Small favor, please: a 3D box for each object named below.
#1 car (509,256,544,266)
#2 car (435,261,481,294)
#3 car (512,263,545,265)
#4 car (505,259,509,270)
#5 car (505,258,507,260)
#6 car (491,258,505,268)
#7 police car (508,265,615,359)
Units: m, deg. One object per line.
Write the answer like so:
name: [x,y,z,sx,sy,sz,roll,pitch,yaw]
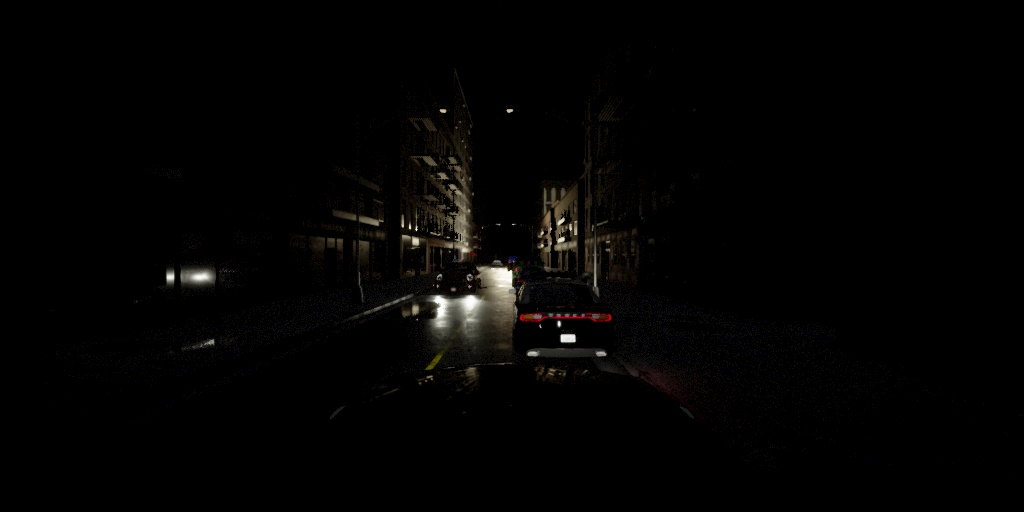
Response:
car: [1.072,0.993,24.506,2.150,2.045,5.566,0,0,0]
car: [-2.959,1.113,20.443,2.097,1.767,4.553,0,0,0]
car: [1.028,1.285,18.475,1.812,1.442,4.674,0,0,0]
car: [0.360,1.435,47.071,1.895,1.301,4.718,0,0,1]
car: [0.429,1.110,60.569,2.150,2.045,5.566,0,0,0]
car: [-2.620,1.463,63.021,1.994,1.385,4.181,0,0,1]
police car: [0.957,1.176,8.584,1.930,1.638,5.238,0,0,0]
